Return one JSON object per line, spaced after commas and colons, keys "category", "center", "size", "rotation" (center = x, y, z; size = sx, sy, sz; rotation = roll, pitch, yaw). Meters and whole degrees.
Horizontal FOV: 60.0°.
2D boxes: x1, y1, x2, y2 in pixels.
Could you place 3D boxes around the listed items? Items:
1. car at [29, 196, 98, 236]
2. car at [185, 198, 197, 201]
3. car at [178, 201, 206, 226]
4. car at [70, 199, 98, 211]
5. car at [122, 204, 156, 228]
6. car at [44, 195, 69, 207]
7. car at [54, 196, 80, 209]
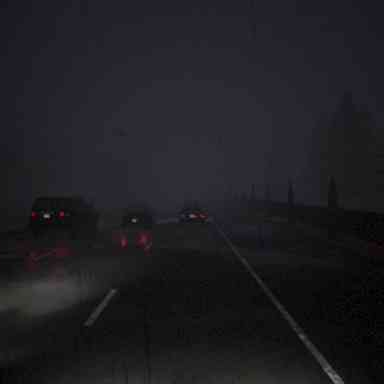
{"category": "car", "center": [-6.991, 1.255, 18.636], "size": [2.150, 2.045, 5.566], "rotation": [0, 0, 0]}
{"category": "car", "center": [-0.106, 1.536, 41.097], "size": [1.882, 1.535, 5.008], "rotation": [0, 0, 0]}
{"category": "car", "center": [-0.014, 1.581, 23.529], "size": [2.033, 1.411, 5.357], "rotation": [0, 0, -1]}
{"category": "car", "center": [-14.316, 1.625, 44.406], "size": [2.033, 1.411, 5.357], "rotation": [0, 0, 0]}
{"category": "car", "center": [-3.511, 1.561, 22.543], "size": [1.812, 1.442, 4.674], "rotation": [0, 0, 0]}
{"category": "car", "center": [-21.329, 1.449, 52.611], "size": [2.097, 1.767, 4.553], "rotation": [0, 0, 0]}
{"category": "car", "center": [-17.819, 1.438, 47.717], "size": [2.097, 1.767, 4.553], "rotation": [0, 0, 0]}
